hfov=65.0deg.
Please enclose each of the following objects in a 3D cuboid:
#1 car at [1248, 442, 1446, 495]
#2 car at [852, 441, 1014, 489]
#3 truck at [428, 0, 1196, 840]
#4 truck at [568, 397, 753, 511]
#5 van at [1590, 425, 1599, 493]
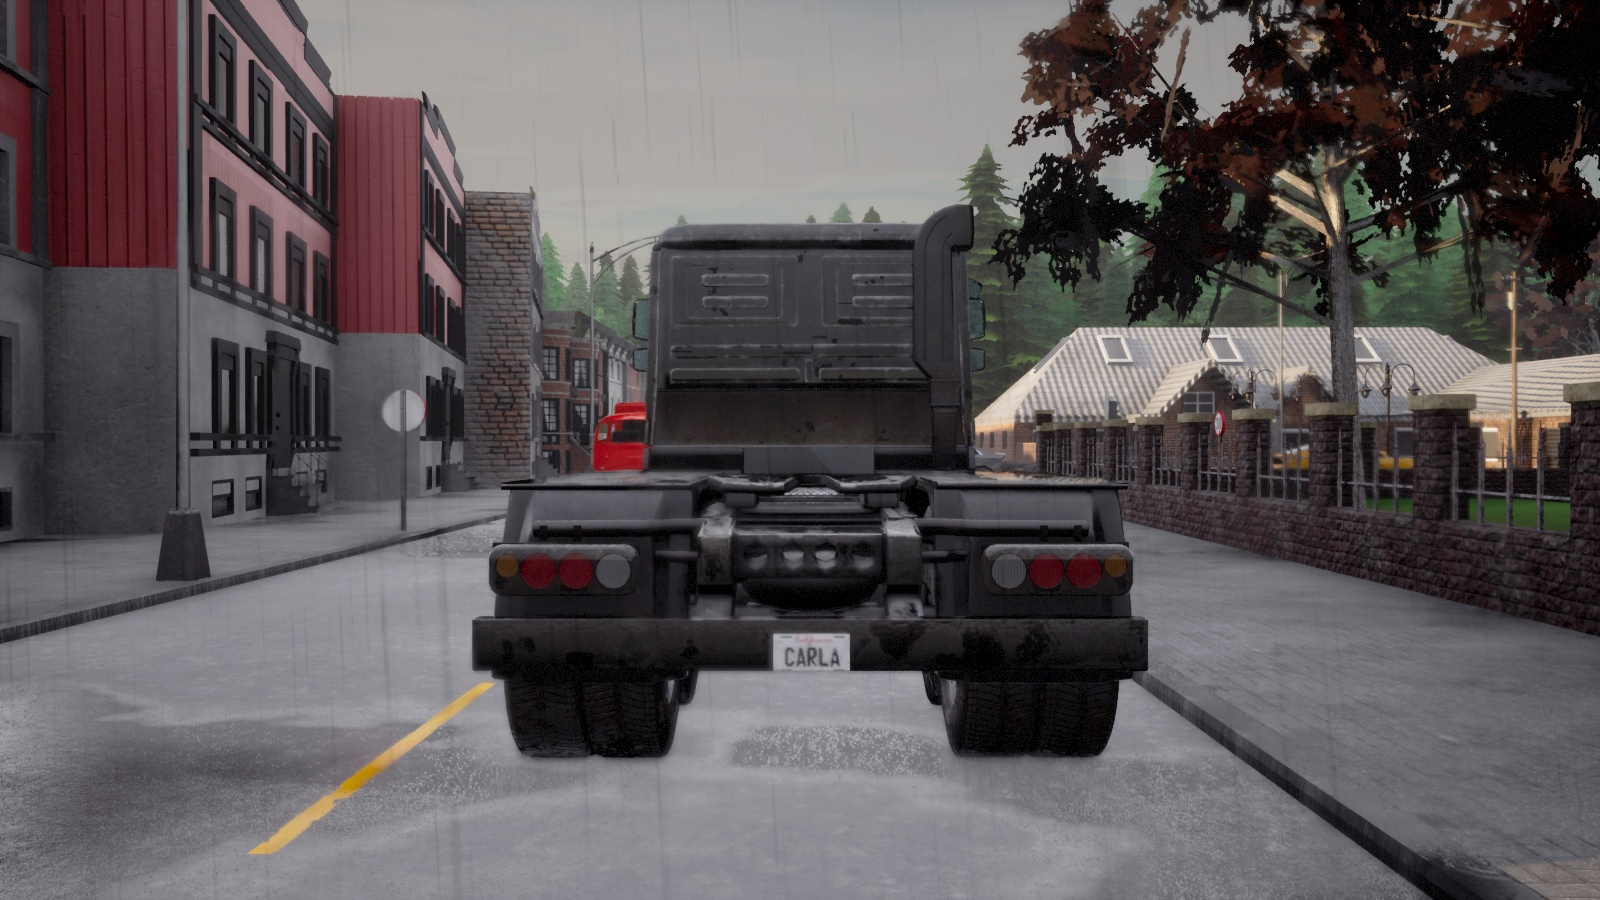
[{"bbox_3d":[16.047,0.528,36.972,5.008,1.535,1.882,0,0,-1],"label":"car"},{"bbox_3d":[4.264,0.475,40.854,4.902,1.511,2.128,0,0,-6],"label":"car"},{"bbox_3d":[0.065,-0.284,8.702,2.891,3.462,7.936,0,0,0],"label":"truck"},{"bbox_3d":[-3.174,0.087,30.015,2.627,2.467,5.204,0,0,15],"label":"truck"},{"bbox_3d":[26.112,0.282,36.942,4.480,2.038,2.069,0,0,-1],"label":"van"}]
